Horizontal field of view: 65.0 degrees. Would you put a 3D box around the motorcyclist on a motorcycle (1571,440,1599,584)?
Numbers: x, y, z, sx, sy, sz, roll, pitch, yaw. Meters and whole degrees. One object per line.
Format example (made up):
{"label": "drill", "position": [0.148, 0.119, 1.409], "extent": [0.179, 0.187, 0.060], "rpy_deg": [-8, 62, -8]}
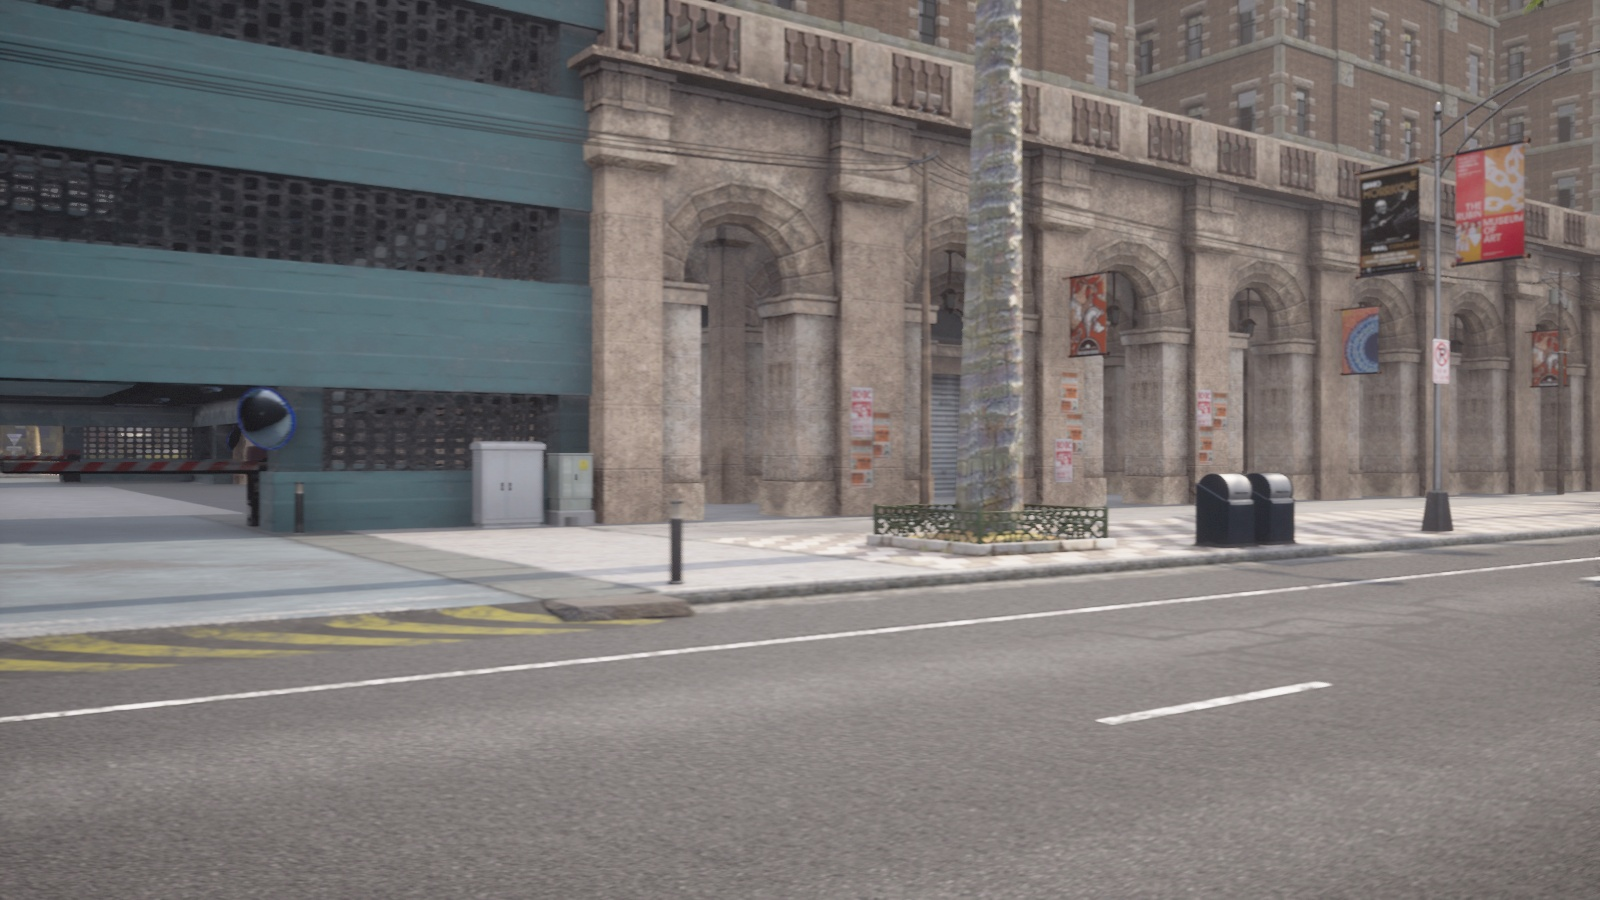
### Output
{"label": "motorcyclist on a motorcycle", "position": [10.190, 0.710, 15.026], "extent": [2.350, 1.649, 0.766], "rpy_deg": [0, 0, -35]}
